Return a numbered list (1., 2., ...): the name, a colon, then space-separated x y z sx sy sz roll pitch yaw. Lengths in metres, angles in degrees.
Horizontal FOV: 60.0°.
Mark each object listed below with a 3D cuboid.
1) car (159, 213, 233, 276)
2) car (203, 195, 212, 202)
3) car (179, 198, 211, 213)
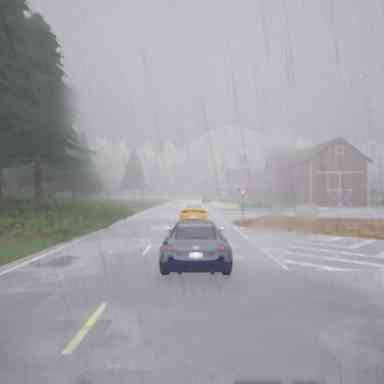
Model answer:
1. car: 0.101 1.563 10.381 1.994 1.385 4.181 0 0 0
2. car: 2.988 1.451 67.996 1.816 1.474 4.193 -6 0 -2
3. car: 0.107 1.476 24.222 1.882 1.535 5.008 0 0 0
